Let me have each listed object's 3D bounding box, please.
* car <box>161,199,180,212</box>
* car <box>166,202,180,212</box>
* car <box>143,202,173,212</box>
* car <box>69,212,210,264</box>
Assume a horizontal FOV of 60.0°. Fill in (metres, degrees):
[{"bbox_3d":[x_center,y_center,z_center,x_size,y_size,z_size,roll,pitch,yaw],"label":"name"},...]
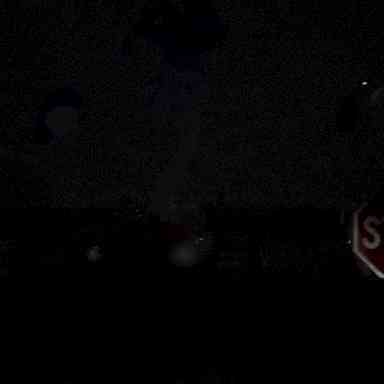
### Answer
[{"bbox_3d":[-2.861,1.810,40.010,2.150,2.045,5.566,0,-1,-1],"label":"car"},{"bbox_3d":[-2.850,2.306,51.213,1.837,1.490,4.892,0,-1,0],"label":"car"},{"bbox_3d":[-2.851,1.859,26.828,1.882,1.535,5.008,0,-1,0],"label":"car"},{"bbox_3d":[-1.858,1.669,12.168,5.008,1.535,1.882,0,0,0],"label":"car"}]
